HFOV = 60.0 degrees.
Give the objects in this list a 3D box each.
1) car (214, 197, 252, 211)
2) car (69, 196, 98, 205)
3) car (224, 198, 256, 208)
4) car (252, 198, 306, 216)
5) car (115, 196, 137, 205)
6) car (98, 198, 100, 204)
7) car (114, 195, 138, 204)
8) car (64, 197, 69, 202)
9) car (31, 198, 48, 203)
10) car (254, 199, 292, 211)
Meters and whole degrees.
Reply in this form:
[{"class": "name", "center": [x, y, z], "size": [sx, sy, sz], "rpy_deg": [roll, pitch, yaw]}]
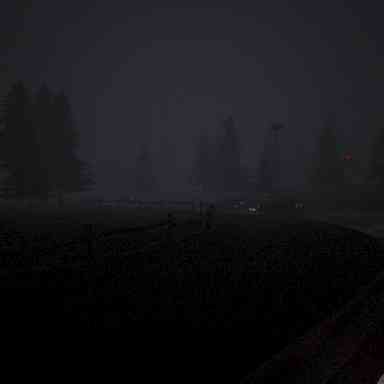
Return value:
[{"class": "car", "center": [4.740, 1.351, 40.996], "size": [4.553, 1.767, 2.097], "rpy_deg": [0, 0, 41]}, {"class": "car", "center": [-18.412, 1.526, 56.431], "size": [4.674, 1.442, 1.812], "rpy_deg": [0, 0, 41]}, {"class": "car", "center": [6.960, 1.564, 48.336], "size": [4.181, 1.385, 1.994], "rpy_deg": [0, 0, 41]}, {"class": "car", "center": [8.725, 1.352, 32.910], "size": [4.553, 1.767, 2.097], "rpy_deg": [0, 0, 41]}, {"class": "car", "center": [-12.126, 1.490, 60.247], "size": [4.902, 1.511, 2.128], "rpy_deg": [0, 0, 41]}, {"class": "car", "center": [-18.793, 1.478, 61.393], "size": [5.008, 1.535, 1.882], "rpy_deg": [-1, -1, 41]}, {"class": "car", "center": [-13.020, 1.477, 65.652], "size": [5.008, 1.535, 1.882], "rpy_deg": [0, 0, 41]}, {"class": "car", "center": [-26.169, 1.553, 72.288], "size": [4.181, 1.385, 1.994], "rpy_deg": [0, 0, 41]}, {"class": "car", "center": [-31.224, 1.596, 67.415], "size": [4.718, 1.301, 1.895], "rpy_deg": [0, 0, 41]}, {"class": "car", "center": [9.951, 1.564, 41.109], "size": [4.181, 1.385, 1.994], "rpy_deg": [0, 0, 41]}]
